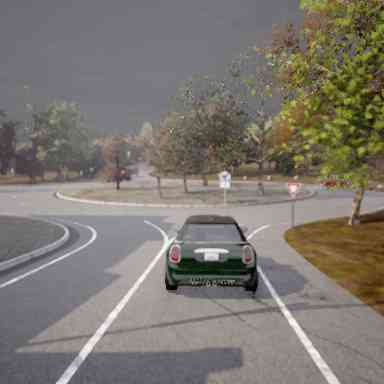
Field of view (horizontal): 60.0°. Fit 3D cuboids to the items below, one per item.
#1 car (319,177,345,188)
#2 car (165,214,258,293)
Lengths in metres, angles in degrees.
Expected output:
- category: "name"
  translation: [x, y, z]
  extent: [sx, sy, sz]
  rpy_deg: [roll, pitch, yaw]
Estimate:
- category: "car"
  translation: [20.087, -1.386, 47.543]
  extent: [1.882, 1.535, 5.008]
  rpy_deg: [0, 5, -10]
- category: "car"
  translation: [0.503, 1.391, 9.276]
  extent: [2.097, 1.767, 4.553]
  rpy_deg: [0, 1, 2]
